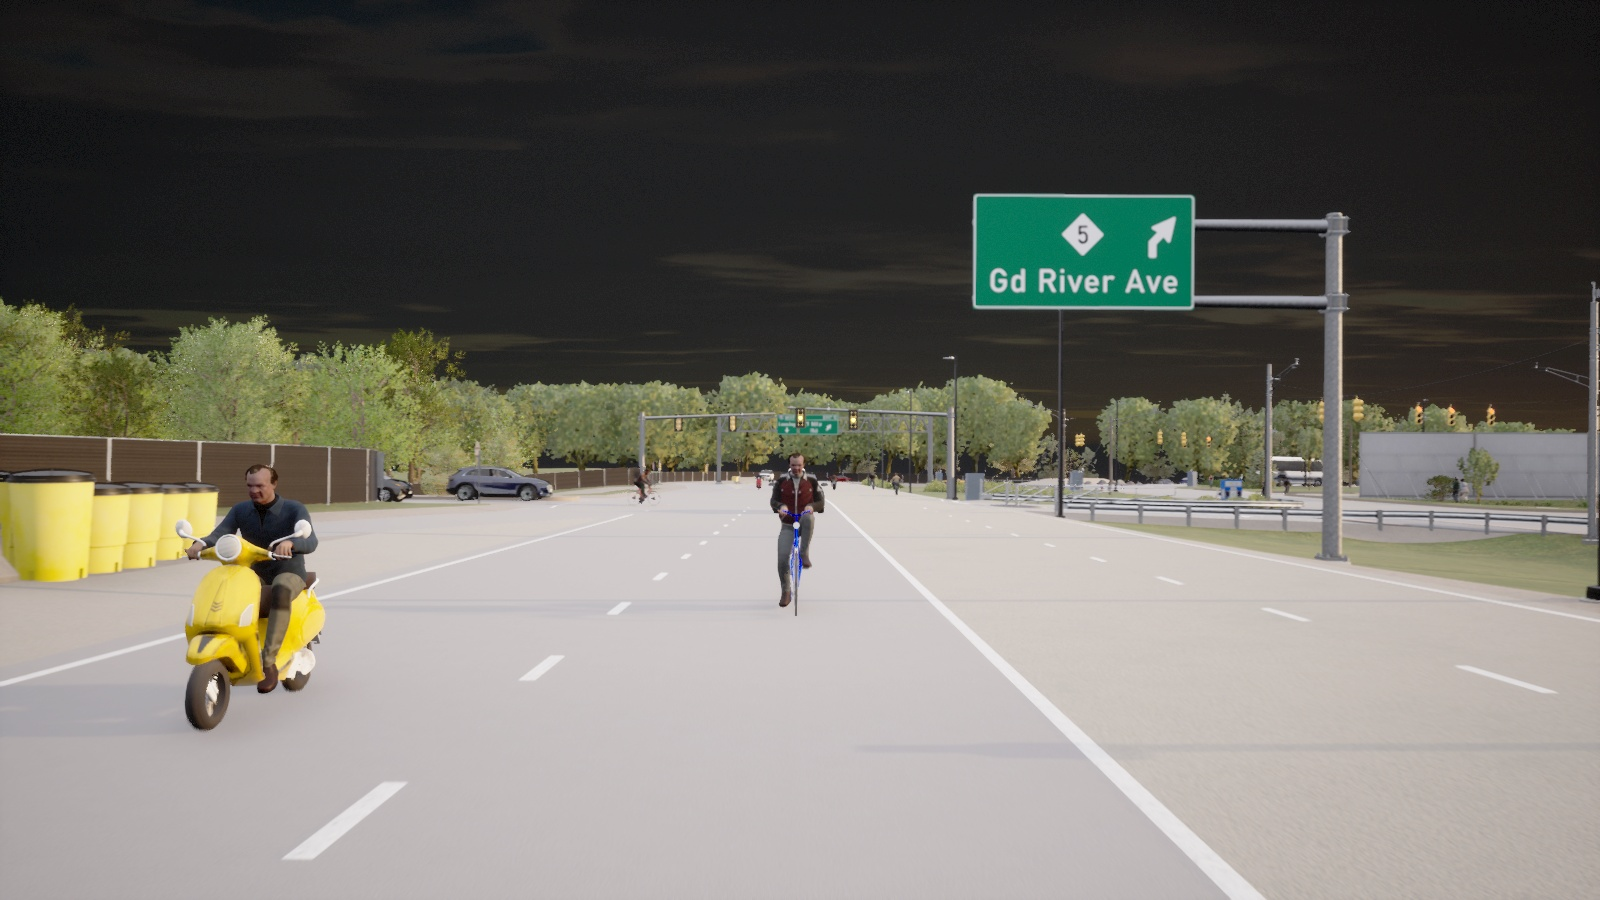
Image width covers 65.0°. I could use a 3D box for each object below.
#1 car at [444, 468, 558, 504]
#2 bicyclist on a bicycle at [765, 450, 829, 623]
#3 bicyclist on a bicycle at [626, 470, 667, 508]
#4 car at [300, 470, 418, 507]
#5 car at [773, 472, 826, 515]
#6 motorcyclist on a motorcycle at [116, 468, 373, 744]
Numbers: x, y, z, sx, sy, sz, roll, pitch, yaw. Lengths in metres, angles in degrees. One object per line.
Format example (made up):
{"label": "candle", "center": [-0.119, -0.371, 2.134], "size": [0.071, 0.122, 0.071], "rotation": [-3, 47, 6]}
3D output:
{"label": "car", "center": [-14.000, 1.696, 59.014], "size": [4.856, 1.649, 2.033], "rotation": [0, -1, 0]}
{"label": "bicyclist on a bicycle", "center": [-0.033, 0.912, 13.884], "size": [0.659, 1.776, 1.843], "rotation": [0, -1, 0]}
{"label": "bicyclist on a bicycle", "center": [-6.654, 1.686, 54.420], "size": [1.656, 1.620, 0.582], "rotation": [0, 2, 23]}
{"label": "car", "center": [-19.422, 1.686, 55.469], "size": [4.514, 1.525, 2.007], "rotation": [0, 0, -1]}
{"label": "car", "center": [-0.079, 1.584, 46.958], "size": [1.837, 1.490, 4.892], "rotation": [0, -1, -2]}
{"label": "motorcyclist on a motorcycle", "center": [-3.519, 0.916, 8.165], "size": [0.866, 1.590, 1.817], "rotation": [0, -1, 0]}
